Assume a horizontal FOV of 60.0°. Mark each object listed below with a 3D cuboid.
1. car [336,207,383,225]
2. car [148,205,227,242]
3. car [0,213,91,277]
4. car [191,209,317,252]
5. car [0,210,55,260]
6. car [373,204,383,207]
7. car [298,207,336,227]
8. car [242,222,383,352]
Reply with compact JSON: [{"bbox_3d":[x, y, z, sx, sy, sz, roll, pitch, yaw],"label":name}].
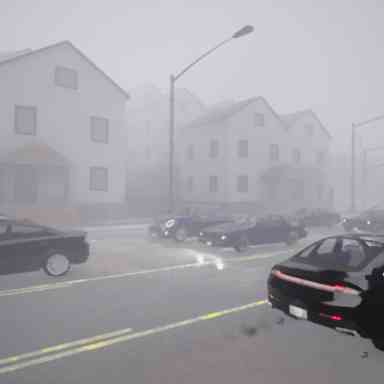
[{"bbox_3d":[11.291,1.818,20.519,4.718,1.301,1.895,1,0,-35],"label":"car"},{"bbox_3d":[0.073,1.449,16.908,4.553,1.767,2.097,1,0,-35],"label":"car"},{"bbox_3d":[-5.284,1.480,8.814,5.008,1.535,1.882,1,-1,-35],"label":"car"},{"bbox_3d":[2.854,1.656,14.588,5.357,1.411,2.033,1,0,-35],"label":"car"},{"bbox_3d":[-7.576,1.490,11.478,4.902,1.511,2.128,1,0,-35],"label":"car"},{"bbox_3d":[16.466,1.787,28.452,5.008,1.535,1.882,1,0,-35],"label":"car"},{"bbox_3d":[7.922,1.746,22.429,5.357,1.411,2.033,1,0,-35],"label":"car"},{"bbox_3d":[3.522,1.557,6.246,4.902,1.511,2.128,1,0,-35],"label":"car"}]
